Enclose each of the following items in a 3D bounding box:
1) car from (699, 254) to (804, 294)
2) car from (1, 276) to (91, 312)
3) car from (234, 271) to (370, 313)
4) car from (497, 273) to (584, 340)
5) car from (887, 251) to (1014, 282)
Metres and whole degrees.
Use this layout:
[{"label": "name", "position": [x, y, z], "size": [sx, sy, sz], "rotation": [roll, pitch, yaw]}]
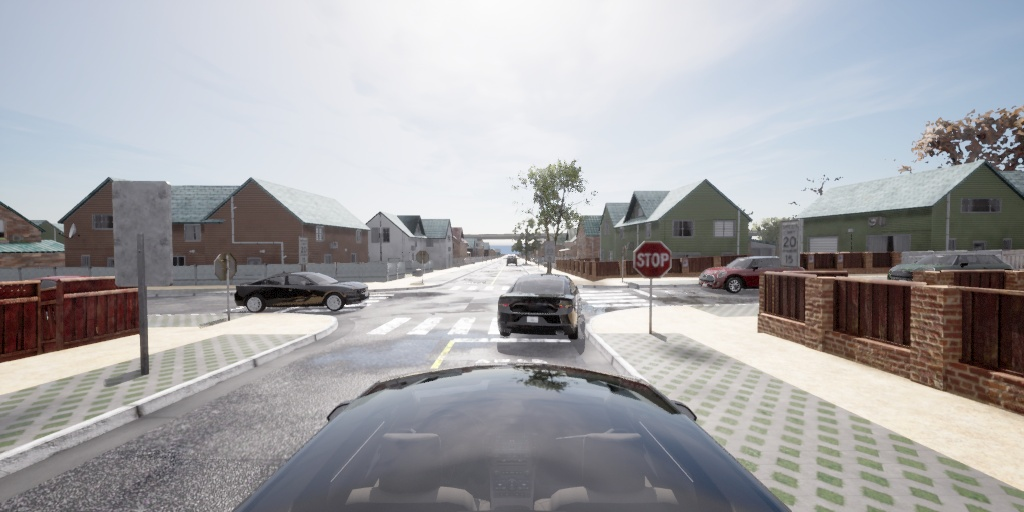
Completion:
[{"label": "car", "position": [11.802, 0.820, 17.782], "size": [4.553, 1.767, 2.097], "rotation": [-1, 2, 0]}, {"label": "car", "position": [-18.025, 1.547, 14.628], "size": [5.008, 1.535, 1.882], "rotation": [-1, 2, 0]}, {"label": "car", "position": [-8.472, 1.377, 14.693], "size": [5.008, 1.535, 1.882], "rotation": [-1, 2, 0]}, {"label": "car", "position": [0.956, 1.224, 10.169], "size": [1.882, 1.535, 5.008], "rotation": [0, 0, 12]}, {"label": "car", "position": [21.697, 0.646, 17.856], "size": [4.553, 1.767, 2.097], "rotation": [-1, 2, 0]}]
